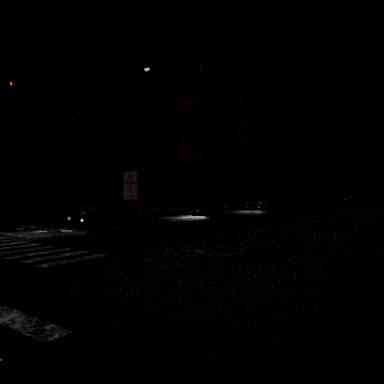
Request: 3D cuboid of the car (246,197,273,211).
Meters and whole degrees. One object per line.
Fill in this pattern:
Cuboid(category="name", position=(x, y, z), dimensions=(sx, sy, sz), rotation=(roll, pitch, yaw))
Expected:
Cuboid(category="car", position=(8.706, 1.425, 42.767), dimensions=(2.097, 1.767, 4.553), rotation=(0, 0, 36))

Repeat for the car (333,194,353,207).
Cuboid(category="car", position=(24.063, 1.347, 52.899), dimensions=(2.150, 2.045, 5.566), rotation=(0, 0, 35))

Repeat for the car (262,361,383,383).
Cuboid(category="car", position=(2.178, 1.551, 1.289), dimensions=(4.403, 1.369, 2.008), rotation=(0, 0, 36))

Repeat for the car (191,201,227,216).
Cuboid(category="car", position=(1.709, 1.608, 32.919), dimensions=(1.994, 1.385, 4.181), rotation=(0, 0, 36))

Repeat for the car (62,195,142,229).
Cuboid(category="car", position=(-5.814, 1.241, 22.303), dimensions=(2.150, 2.045, 5.566), rotation=(0, 0, 35))
